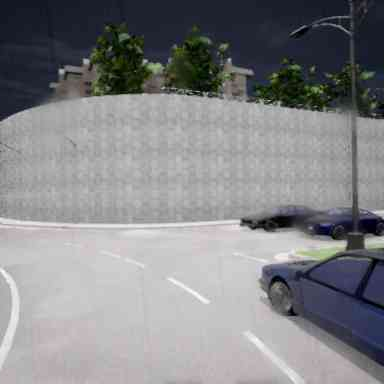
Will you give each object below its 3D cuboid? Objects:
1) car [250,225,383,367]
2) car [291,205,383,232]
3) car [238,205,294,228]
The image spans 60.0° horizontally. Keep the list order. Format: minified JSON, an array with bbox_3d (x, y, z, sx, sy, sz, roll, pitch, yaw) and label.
[{"bbox_3d":[2.876,1.498,4.591,2.033,1.411,5.357,-1,0,-16],"label":"car"},{"bbox_3d":[7.273,1.435,16.055,4.181,1.385,1.994,-1,0,-23],"label":"car"},{"bbox_3d":[5.367,1.445,19.066,5.357,1.411,2.033,-1,0,-22],"label":"car"}]
